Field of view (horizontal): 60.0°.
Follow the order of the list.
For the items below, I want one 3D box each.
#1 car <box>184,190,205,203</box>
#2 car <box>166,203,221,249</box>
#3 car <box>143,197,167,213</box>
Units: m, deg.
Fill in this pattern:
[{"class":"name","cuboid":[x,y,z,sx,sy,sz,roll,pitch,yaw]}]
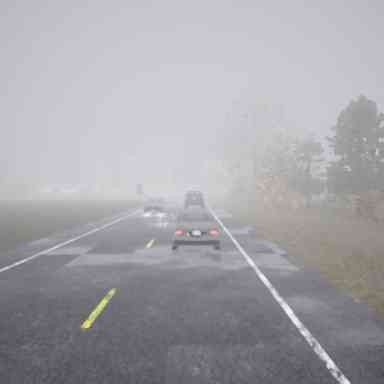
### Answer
[{"class":"car","cuboid":[0.288,0.786,38.288,2.150,2.045,5.566,0,1,0]},{"class":"car","cuboid":[0.149,1.396,13.679,2.033,1.411,5.357,0,1,0]},{"class":"car","cuboid":[-3.416,1.186,31.933,2.033,1.411,5.357,0,1,1]}]
